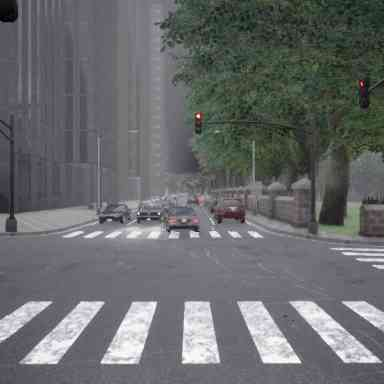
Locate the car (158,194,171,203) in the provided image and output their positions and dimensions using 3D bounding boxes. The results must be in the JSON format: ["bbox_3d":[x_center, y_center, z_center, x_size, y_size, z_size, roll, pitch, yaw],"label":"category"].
[{"bbox_3d":[-5.638,1.374,68.873,2.192,1.841,5.009,0,0,0],"label":"car"}]

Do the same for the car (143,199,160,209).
[{"bbox_3d":[-5.678,1.616,47.045,1.802,1.307,4.206,0,0,0],"label":"car"}]

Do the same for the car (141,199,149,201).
[{"bbox_3d":[-5.688,1.579,41.587,2.008,1.369,4.403,0,0,0],"label":"car"}]

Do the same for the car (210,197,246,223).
[{"bbox_3d":[2.808,1.326,25.211,2.192,1.841,5.009,0,0,0],"label":"car"}]

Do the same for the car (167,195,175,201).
[{"bbox_3d":[-5.599,1.533,90.701,1.967,1.590,4.097,0,0,0],"label":"car"}]

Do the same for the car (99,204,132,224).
[{"bbox_3d":[-5.717,1.576,25.217,1.947,1.339,4.313,0,0,0],"label":"car"}]

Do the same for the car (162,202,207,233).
[{"bbox_3d":[-0.626,1.557,19.914,2.033,1.411,5.357,0,0,-5],"label":"car"}]

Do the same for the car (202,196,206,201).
[{"bbox_3d":[2.847,1.585,47.036,2.008,1.369,4.403,0,0,0],"label":"car"}]

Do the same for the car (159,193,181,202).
[{"bbox_3d":[-3.006,1.385,45.752,2.097,1.767,4.553,0,0,0],"label":"car"}]

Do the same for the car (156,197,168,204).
[{"bbox_3d":[-5.648,1.635,63.416,1.802,1.307,4.206,0,0,0],"label":"car"}]

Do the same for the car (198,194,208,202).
[{"bbox_3d":[2.524,1.424,75.837,2.097,1.767,4.553,0,0,0],"label":"car"}]

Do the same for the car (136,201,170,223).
[{"bbox_3d":[-3.053,1.612,25.659,1.895,1.301,4.718,0,0,0],"label":"car"}]

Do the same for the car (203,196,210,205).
[{"bbox_3d":[2.838,1.579,41.579,2.008,1.369,4.403,0,0,0],"label":"car"}]

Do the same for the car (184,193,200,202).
[{"bbox_3d":[0.204,1.399,58.354,2.097,1.767,4.553,0,0,0],"label":"car"}]

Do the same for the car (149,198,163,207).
[{"bbox_3d":[-5.668,1.622,52.502,1.802,1.307,4.206,0,0,0],"label":"car"}]

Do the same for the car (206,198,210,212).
[{"bbox_3d":[2.828,1.588,36.123,1.947,1.339,4.313,0,0,0],"label":"car"}]

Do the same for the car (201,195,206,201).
[{"bbox_3d":[2.857,1.481,52.493,1.967,1.590,4.097,0,0,0],"label":"car"}]

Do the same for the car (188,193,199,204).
[{"bbox_3d":[0.220,1.280,68.274,2.150,2.045,5.566,0,0,0],"label":"car"}]

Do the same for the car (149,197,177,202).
[{"bbox_3d":[-3.030,1.569,35.476,2.033,1.411,5.357,0,0,1],"label":"car"}]
